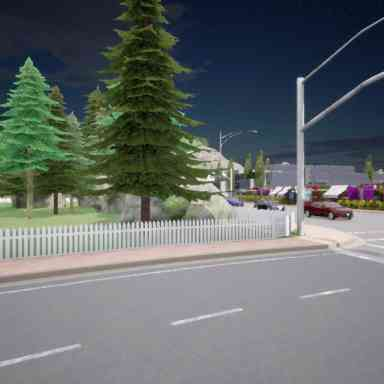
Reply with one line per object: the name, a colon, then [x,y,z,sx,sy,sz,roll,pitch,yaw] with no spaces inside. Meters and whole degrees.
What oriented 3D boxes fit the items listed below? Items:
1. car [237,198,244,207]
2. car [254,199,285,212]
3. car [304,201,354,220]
car: [5.901,1.532,48.536,1.882,1.535,5.008,0,0,-16]
car: [8.890,1.546,38.508,2.128,1.511,4.902,0,0,-17]
car: [11.746,1.532,28.966,1.882,1.535,5.008,0,0,-17]
